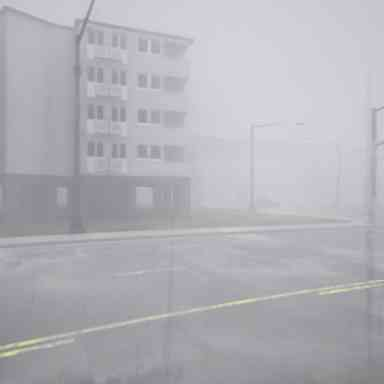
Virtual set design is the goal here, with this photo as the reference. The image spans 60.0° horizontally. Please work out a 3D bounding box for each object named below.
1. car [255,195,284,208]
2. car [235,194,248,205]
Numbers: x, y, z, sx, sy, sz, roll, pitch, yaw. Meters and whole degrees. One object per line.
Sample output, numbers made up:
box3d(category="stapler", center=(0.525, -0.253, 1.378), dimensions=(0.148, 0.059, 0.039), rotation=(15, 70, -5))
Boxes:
box3d(category="car", center=(11.521, 1.661, 50.839), dimensions=(1.882, 1.535, 5.008), rotation=(0, 0, -20))
box3d(category="car", center=(10.142, 1.425, 67.655), dimensions=(2.150, 2.045, 5.566), rotation=(0, 0, 13))
